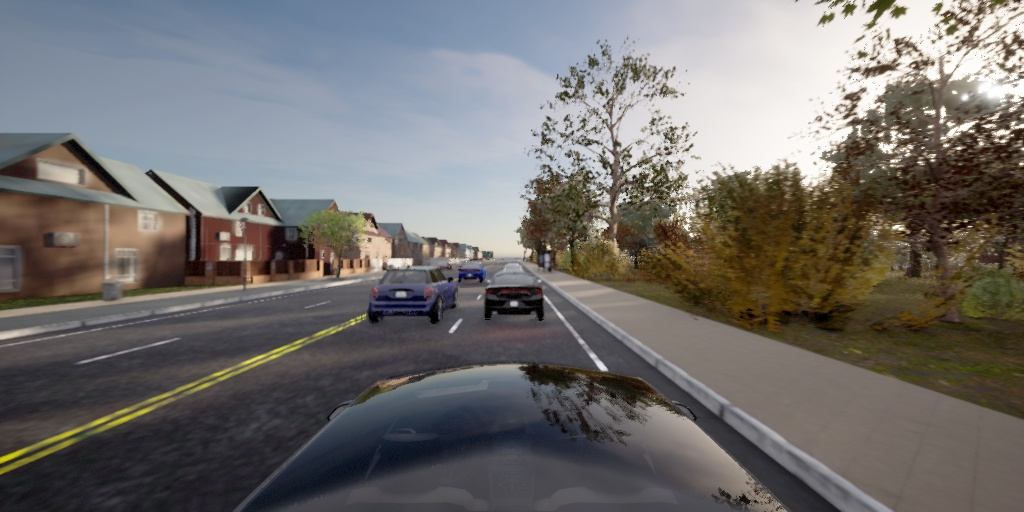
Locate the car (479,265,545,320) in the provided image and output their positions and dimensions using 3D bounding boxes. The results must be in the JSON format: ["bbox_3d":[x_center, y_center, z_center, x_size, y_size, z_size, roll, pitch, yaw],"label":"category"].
[{"bbox_3d":[0.080,1.251,12.877,1.882,1.535,5.008,0,0,0],"label":"car"}]

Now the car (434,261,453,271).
[{"bbox_3d":[-9.777,1.399,51.514,1.812,1.442,4.674,0,0,0],"label":"car"}]

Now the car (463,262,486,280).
[{"bbox_3d":[-3.152,1.291,29.345,1.882,1.535,5.008,0,0,0],"label":"car"}]

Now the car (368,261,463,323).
[{"bbox_3d":[-3.173,1.124,12.426,2.097,1.767,4.553,0,0,0],"label":"car"}]
